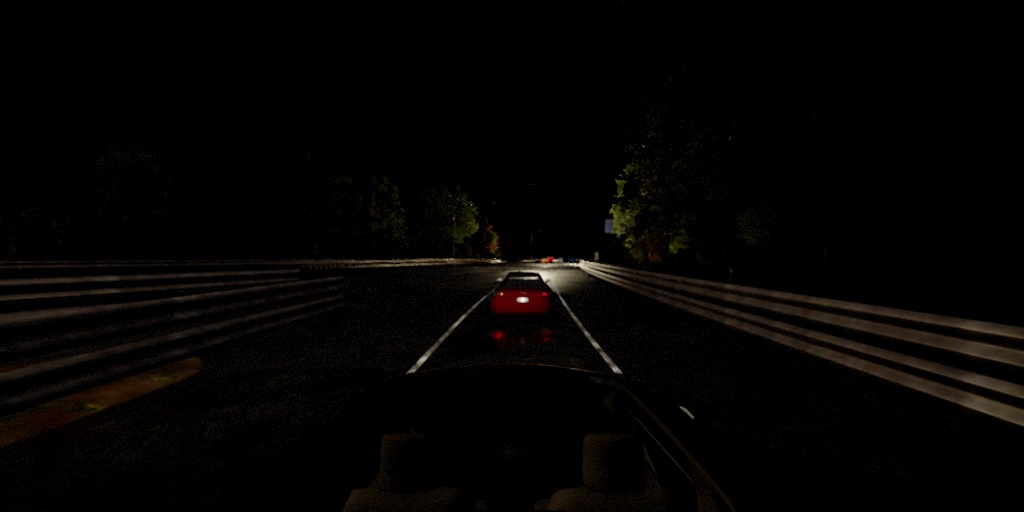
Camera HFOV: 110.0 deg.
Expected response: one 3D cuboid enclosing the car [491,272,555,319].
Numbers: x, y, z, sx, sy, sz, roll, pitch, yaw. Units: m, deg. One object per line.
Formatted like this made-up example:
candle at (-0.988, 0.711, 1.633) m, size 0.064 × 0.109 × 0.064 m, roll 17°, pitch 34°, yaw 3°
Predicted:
car at (0.410, 1.241, 12.499) m, size 1.994 × 1.385 × 4.181 m, roll 0°, pitch 0°, yaw 3°
